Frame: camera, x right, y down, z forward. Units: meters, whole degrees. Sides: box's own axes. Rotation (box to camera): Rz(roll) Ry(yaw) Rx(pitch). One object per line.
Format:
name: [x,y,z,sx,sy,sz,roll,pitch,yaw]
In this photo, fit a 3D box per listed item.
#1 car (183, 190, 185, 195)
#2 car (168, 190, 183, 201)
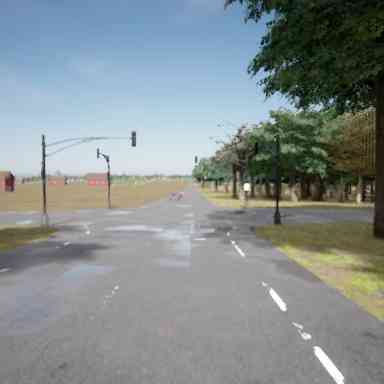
car: [-3.329,0.704,83.182,2.033,1.411,5.357,0,1,0]
car: [-3.396,0.787,64.149,2.097,1.767,4.553,0,0,0]
